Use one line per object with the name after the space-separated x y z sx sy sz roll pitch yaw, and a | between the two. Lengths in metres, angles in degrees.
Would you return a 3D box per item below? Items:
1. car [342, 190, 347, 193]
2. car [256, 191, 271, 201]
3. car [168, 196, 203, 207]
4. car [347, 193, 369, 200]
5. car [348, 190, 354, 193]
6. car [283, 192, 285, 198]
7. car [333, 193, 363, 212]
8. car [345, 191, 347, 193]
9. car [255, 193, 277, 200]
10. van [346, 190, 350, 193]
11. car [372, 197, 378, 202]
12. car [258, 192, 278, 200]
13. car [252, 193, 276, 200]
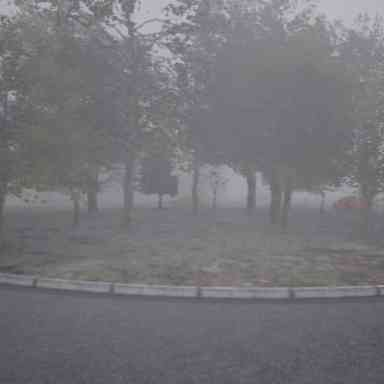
41.904 0.777 84.385 5.566 2.045 2.435 1 1 23 | car
15.376 0.979 73.709 4.553 1.767 2.185 1 1 23 | car
-0.917 1.267 47.006 5.008 1.535 1.882 0 0 -3 | car
40.785 1.069 81.847 4.892 1.521 2.231 1 1 23 | car
35.316 1.126 69.064 4.553 1.767 2.185 1 1 23 | car
21.849 0.654 88.939 5.566 2.045 2.435 1 1 23 | car
18.387 1.317 39.022 2.097 1.767 4.553 1 0 0 | car
39.726 1.106 79.413 5.008 1.535 2.097 1 1 23 | car
17.525 1.087 78.794 4.674 1.452 2.002 1 1 23 | car
36.329 0.994 71.793 4.442 1.987 1.878 1 1 23 | van
33.112 1.327 64.097 4.792 1.488 2.163 1 1 23 | car
18.640 0.890 81.314 4.553 1.767 2.185 1 1 23 | car
16.431 1.078 76.264 5.008 1.535 2.097 1 1 23 | car
